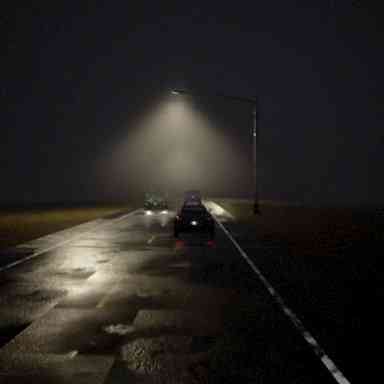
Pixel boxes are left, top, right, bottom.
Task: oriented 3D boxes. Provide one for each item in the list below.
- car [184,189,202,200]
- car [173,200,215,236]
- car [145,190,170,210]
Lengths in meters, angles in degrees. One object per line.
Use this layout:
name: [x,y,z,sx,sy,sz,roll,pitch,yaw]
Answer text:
car: [0.089,0.653,44.285,2.150,2.045,5.566,0,1,0]
car: [0.097,1.345,17.034,1.994,1.385,4.181,0,1,0]
car: [-3.600,0.764,35.544,2.150,2.045,5.566,0,1,0]
